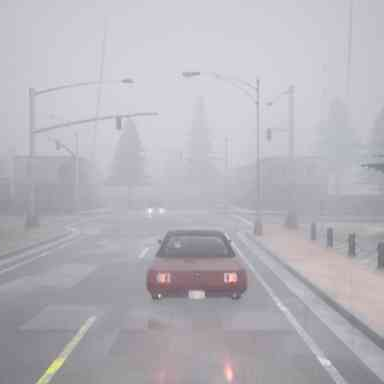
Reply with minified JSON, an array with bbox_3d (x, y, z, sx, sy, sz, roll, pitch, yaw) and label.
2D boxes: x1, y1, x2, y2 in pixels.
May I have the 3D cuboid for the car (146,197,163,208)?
[{"bbox_3d":[-4.852,1.431,44.283,1.895,1.301,4.718,0,0,-7],"label":"car"}]

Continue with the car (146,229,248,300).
[{"bbox_3d":[0.071,1.575,8.267,1.895,1.301,4.718,0,0,-1],"label":"car"}]

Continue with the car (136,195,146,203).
[{"bbox_3d":[-9.203,1.326,61.315,2.033,1.411,5.357,0,0,-22],"label":"car"}]
